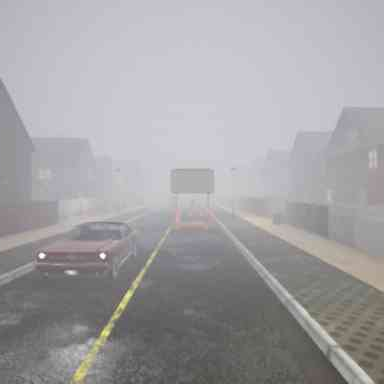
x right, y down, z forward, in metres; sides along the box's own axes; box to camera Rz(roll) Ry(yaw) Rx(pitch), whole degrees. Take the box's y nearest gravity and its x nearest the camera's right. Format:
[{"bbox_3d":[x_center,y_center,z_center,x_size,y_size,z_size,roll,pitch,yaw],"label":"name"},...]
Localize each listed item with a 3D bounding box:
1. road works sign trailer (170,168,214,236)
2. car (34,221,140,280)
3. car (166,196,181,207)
[{"bbox_3d":[0.006,0.465,18.412,2.380,3.560,2.880,0,0,0],"label":"road works sign trailer"},{"bbox_3d":[-2.849,1.598,10.059,1.895,1.301,4.718,0,0,0],"label":"car"},{"bbox_3d":[-2.821,1.458,52.133,2.097,1.767,4.553,0,0,0],"label":"car"}]
